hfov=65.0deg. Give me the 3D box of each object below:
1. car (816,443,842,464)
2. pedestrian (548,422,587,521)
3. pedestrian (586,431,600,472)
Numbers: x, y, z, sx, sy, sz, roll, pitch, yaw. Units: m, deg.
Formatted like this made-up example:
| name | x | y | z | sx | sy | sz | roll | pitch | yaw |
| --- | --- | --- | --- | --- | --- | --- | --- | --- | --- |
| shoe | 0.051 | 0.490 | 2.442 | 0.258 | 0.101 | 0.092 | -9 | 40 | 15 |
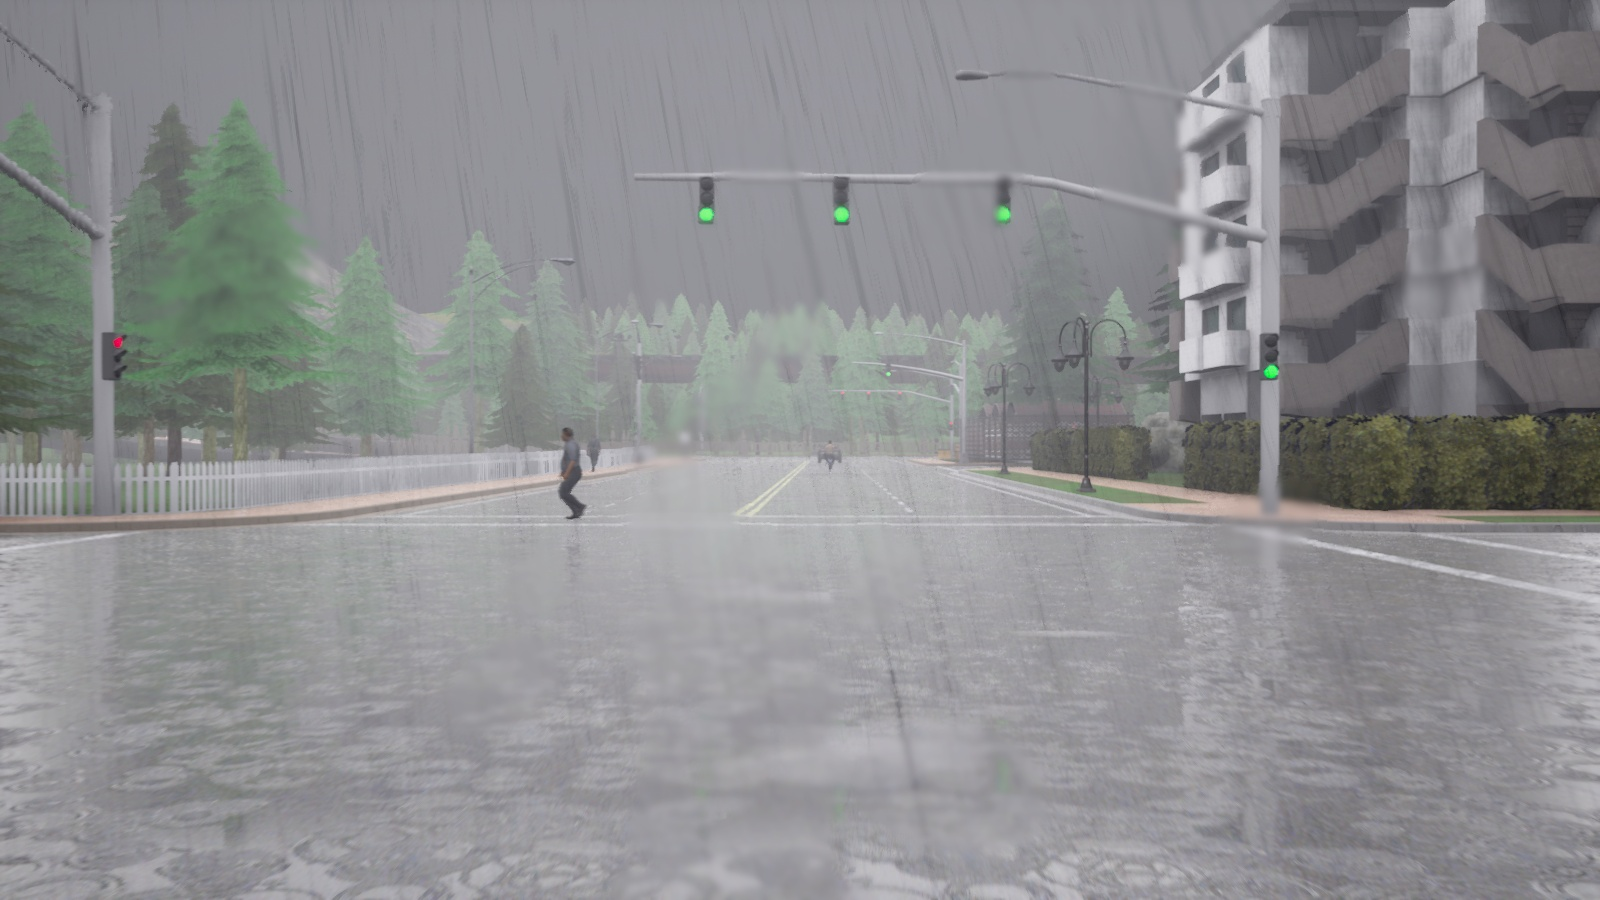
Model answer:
| name | x | y | z | sx | sy | sz | roll | pitch | yaw |
| --- | --- | --- | --- | --- | --- | --- | --- | --- | --- |
| car | 2.140 | 0.229 | 92.527 | 1.816 | 1.474 | 4.193 | 0 | 0 | 1 |
| pedestrian | -4.368 | 0.398 | 23.656 | 0.694 | 1.848 | 0.540 | 0 | 0 | -7 |
| pedestrian | -9.348 | 0.069 | 56.648 | 0.540 | 1.848 | 0.694 | 0 | 0 | 0 |
